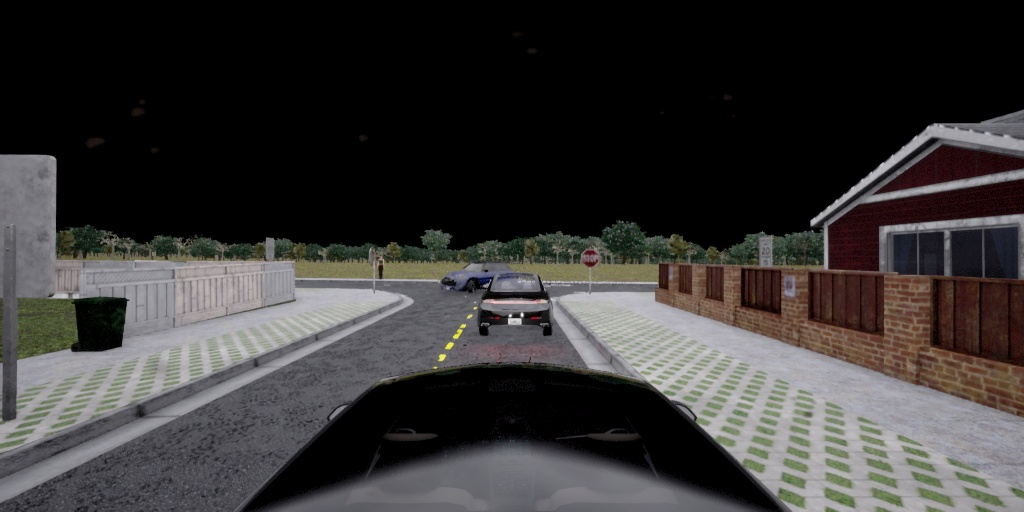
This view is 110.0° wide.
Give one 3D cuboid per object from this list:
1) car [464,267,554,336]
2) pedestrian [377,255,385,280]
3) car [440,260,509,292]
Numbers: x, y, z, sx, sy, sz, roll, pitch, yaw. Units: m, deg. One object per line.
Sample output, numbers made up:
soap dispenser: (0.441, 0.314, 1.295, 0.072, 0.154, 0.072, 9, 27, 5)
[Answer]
car: (0.135, 1.243, 10.390, 2.128, 1.511, 4.902, 0, 0, 2)
pedestrian: (-9.742, 0.819, 26.615, 0.375, 1.860, 0.375, 0, -1, 0)
car: (-1.826, 1.098, 20.195, 2.097, 1.767, 4.553, 2, 1, 42)
